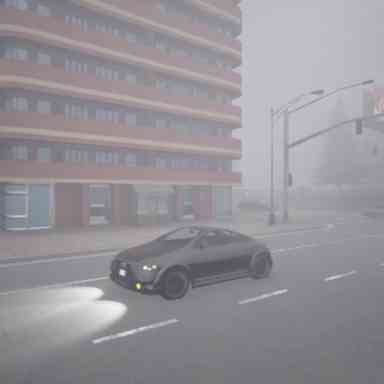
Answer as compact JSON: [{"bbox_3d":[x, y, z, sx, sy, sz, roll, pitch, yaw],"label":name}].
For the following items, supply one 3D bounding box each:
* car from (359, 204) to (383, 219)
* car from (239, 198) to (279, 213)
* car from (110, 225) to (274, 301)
[{"bbox_3d":[16.304,1.609,26.835,1.895,1.301,4.718,0,0,-44],"label":"car"},{"bbox_3d":[7.588,1.486,37.854,1.882,1.535,5.008,0,0,-36],"label":"car"},{"bbox_3d":[0.106,1.565,8.395,4.181,1.385,1.994,0,0,-36],"label":"car"}]
